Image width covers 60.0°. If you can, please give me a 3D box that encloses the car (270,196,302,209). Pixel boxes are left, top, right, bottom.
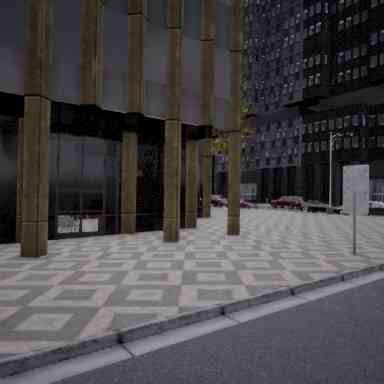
[{"bbox_3d":[13.652,1.488,47.724,2.192,1.841,5.009,1,-1,-35],"label":"car"}]

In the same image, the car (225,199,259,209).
[{"bbox_3d":[6.704,1.571,42.778,1.802,1.307,4.206,1,-1,-35],"label":"car"}]

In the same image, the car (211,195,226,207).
[{"bbox_3d":[3.515,1.312,47.276,2.192,1.841,5.009,1,-1,-35],"label":"car"}]

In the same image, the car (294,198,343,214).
[{"bbox_3d":[13.090,1.540,33.790,1.947,1.339,4.313,1,-1,-35],"label":"car"}]

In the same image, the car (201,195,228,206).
[{"bbox_3d":[4.074,1.513,61.206,2.192,1.841,5.009,1,-1,-35],"label":"car"}]

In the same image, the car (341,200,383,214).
[{"bbox_3d":[20.033,1.709,38.733,2.008,1.369,4.403,1,-1,-35],"label":"car"}]

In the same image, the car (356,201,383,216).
[{"bbox_3d":[16.283,1.518,29.296,2.008,1.369,4.403,1,-1,-35],"label":"car"}]
